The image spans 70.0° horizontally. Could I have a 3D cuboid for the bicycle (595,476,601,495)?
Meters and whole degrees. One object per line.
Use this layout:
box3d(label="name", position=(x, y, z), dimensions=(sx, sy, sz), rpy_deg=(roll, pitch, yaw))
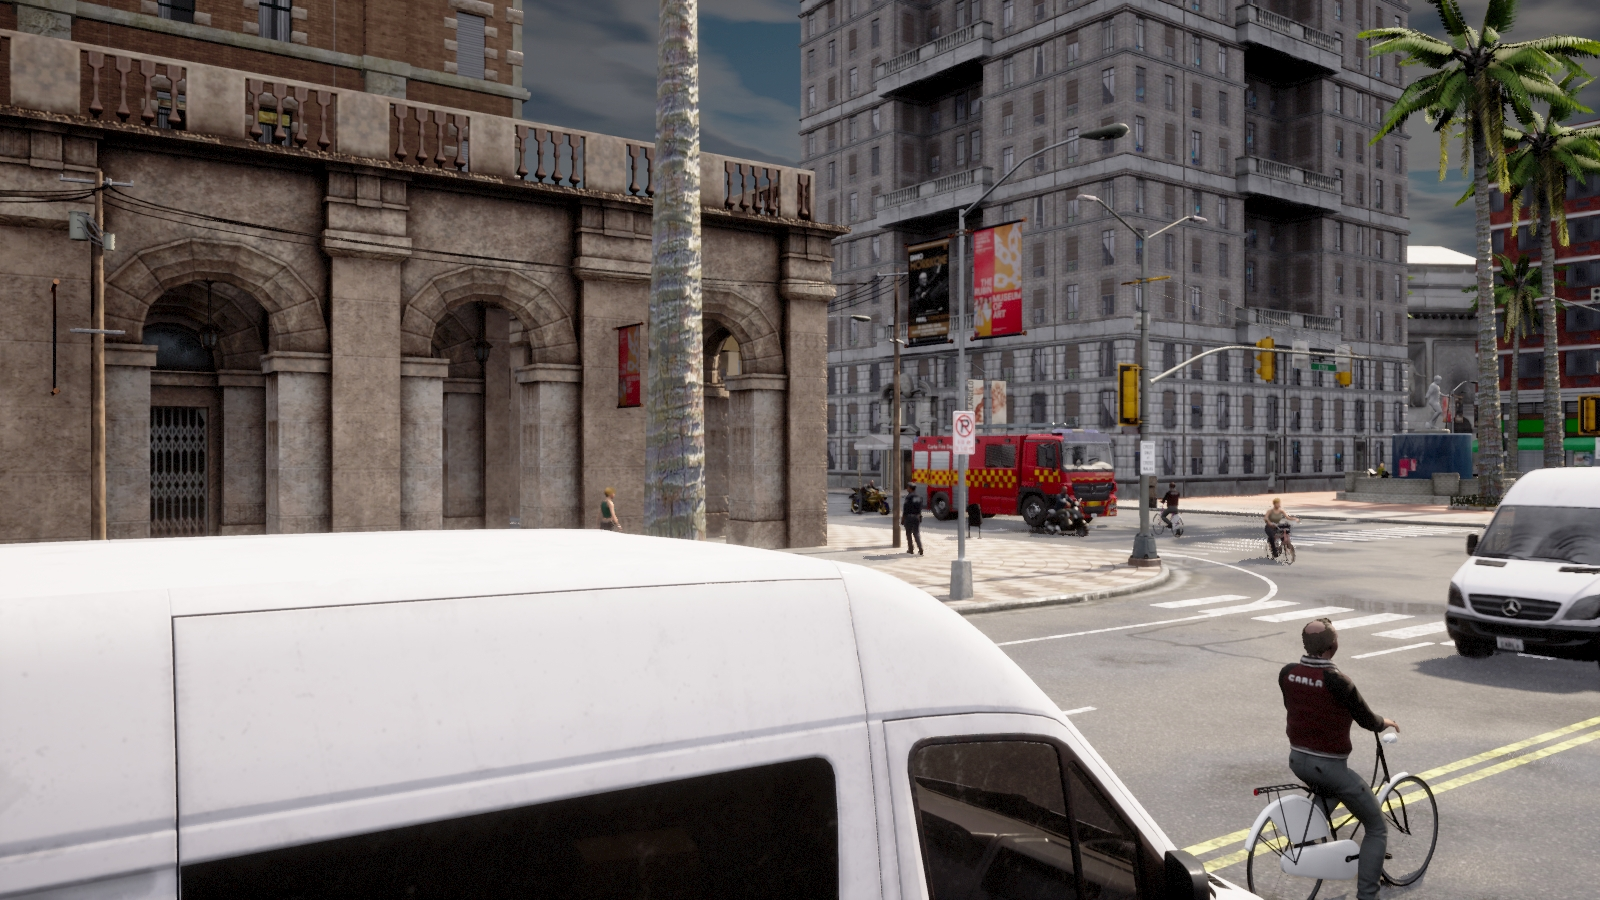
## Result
box3d(label="bicycle", position=(-12.612, 2.210, 71.312), dimensions=(0.329, 1.171, 1.835), rpy_deg=(0, 0, -13))

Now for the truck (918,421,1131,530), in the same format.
box3d(label="truck", position=(8.452, 0.890, 44.320), dimensions=(2.891, 3.827, 8.468), rpy_deg=(0, 0, -35))

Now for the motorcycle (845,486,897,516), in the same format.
box3d(label="motorcycle", position=(3.065, 2.205, 49.743), dimensions=(2.209, 1.251, 0.867), rpy_deg=(0, 0, 44))

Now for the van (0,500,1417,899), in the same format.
box3d(label="van", position=(-0.760, 1.534, 3.254), dimensions=(5.915, 2.561, 1.988), rpy_deg=(0, 0, -35))

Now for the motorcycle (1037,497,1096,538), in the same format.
box3d(label="motorcycle", position=(8.683, 2.182, 37.285), dimensions=(0.856, 1.236, 1.805), rpy_deg=(0, 0, -34))

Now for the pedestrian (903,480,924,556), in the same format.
box3d(label="pedestrian", position=(2.839, 1.696, 28.662), dimensions=(0.375, 1.860, 0.375), rpy_deg=(0, 0, -28))

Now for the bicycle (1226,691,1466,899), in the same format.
box3d(label="bicycle", position=(3.417, 2.210, 7.085), dimensions=(1.835, 1.171, 0.329), rpy_deg=(0, 0, -29))

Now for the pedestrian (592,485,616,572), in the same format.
box3d(label="pedestrian", position=(-4.258, 1.698, 24.824), dimensions=(0.375, 1.860, 0.375), rpy_deg=(0, 0, -36))

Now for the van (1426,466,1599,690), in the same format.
box3d(label="van", position=(11.232, 1.534, 15.905), dimensions=(5.915, 2.561, 1.988), rpy_deg=(0, 0, -35))
